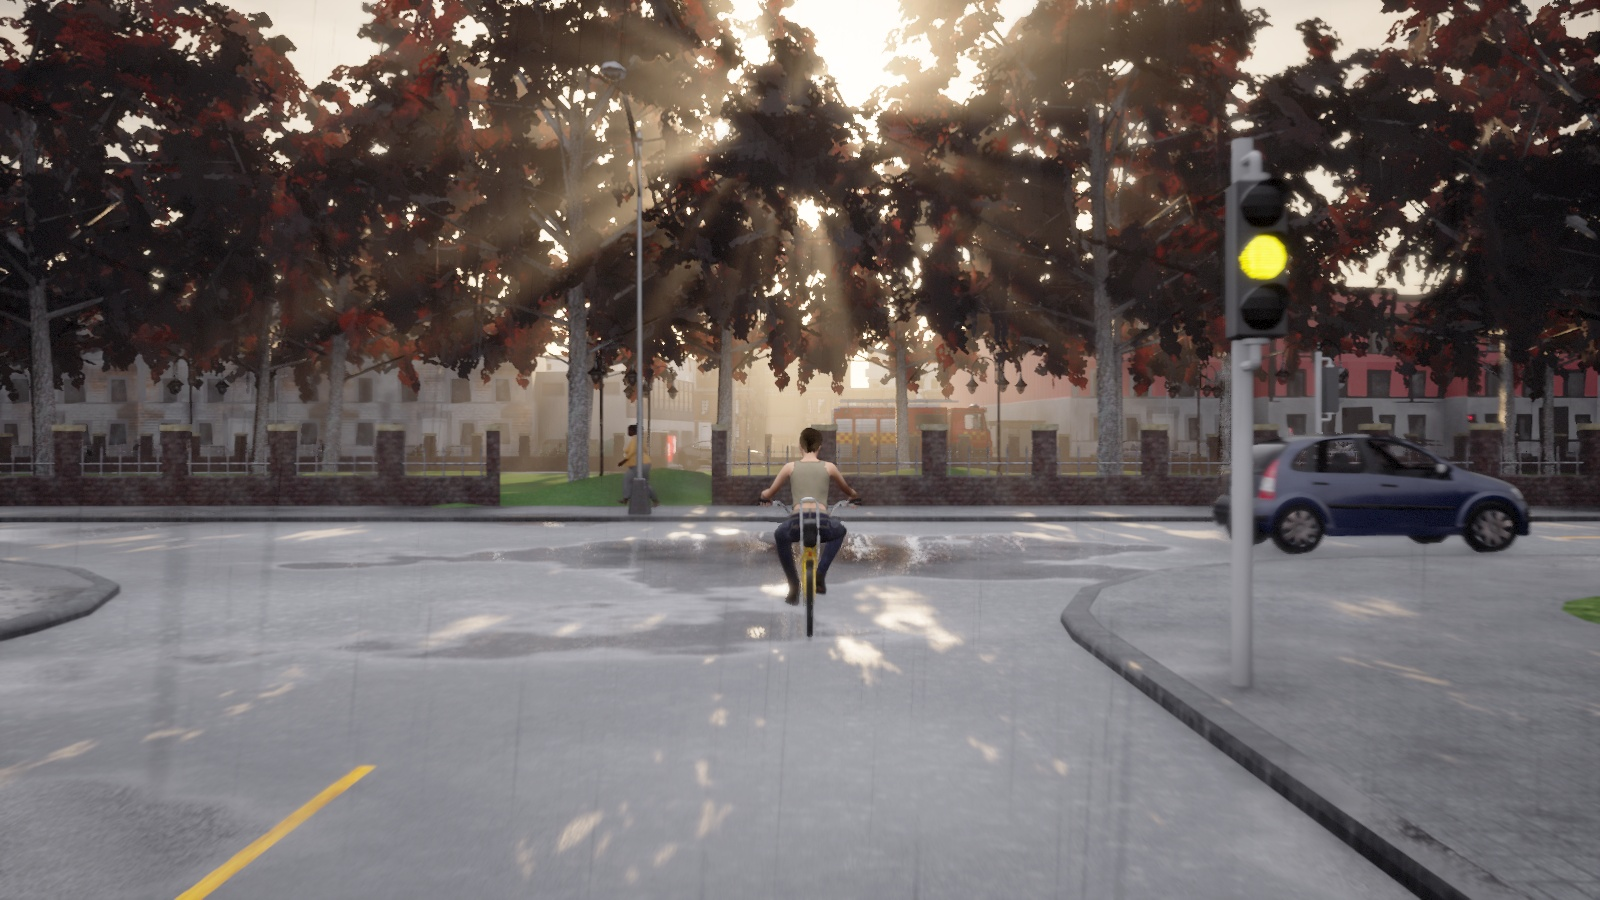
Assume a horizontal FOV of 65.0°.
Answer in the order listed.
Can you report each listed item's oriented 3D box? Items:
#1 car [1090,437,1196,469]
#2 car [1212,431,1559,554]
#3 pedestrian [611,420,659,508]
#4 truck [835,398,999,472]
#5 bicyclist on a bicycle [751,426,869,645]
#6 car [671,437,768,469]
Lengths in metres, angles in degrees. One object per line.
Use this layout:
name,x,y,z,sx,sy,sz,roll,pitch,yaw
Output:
car,18.176,0.164,66.745,5.027,1.651,2.152,0,0,0
car,8.050,0.552,17.500,3.988,1.617,1.851,0,0,-4
pedestrian,-3.528,0.302,26.909,0.900,1.855,0.874,0,0,0
truck,6.139,-0.790,66.798,8.468,3.827,2.891,0,0,0
bicyclist on a bicycle,0.078,0.627,10.008,0.866,1.612,1.509,0,0,0
car,-4.249,0.145,66.854,5.027,1.651,2.152,0,0,1
